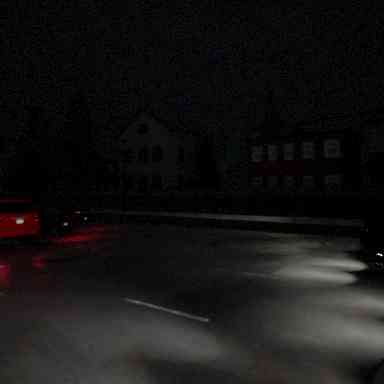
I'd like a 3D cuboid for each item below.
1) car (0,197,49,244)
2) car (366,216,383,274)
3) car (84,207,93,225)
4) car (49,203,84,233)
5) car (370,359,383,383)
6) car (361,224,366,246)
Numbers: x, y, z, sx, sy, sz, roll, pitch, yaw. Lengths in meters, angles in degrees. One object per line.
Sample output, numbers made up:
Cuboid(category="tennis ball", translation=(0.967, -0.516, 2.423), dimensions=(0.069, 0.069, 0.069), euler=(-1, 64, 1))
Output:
Cuboid(category="car", translation=(-8.985, 1.263, 14.706), dimensions=(5.566, 2.045, 2.150), euler=(0, 0, 36))
Cuboid(category="car", translation=(6.933, 1.501, 7.645), dimensions=(4.892, 1.490, 1.837), euler=(0, 0, 36))
Cuboid(category="car", translation=(-8.983, 1.546, 23.304), dimensions=(4.902, 1.511, 2.128), euler=(0, 0, 36))
Cuboid(category="car", translation=(-8.577, 1.525, 18.715), dimensions=(5.008, 1.535, 1.882), euler=(0, 0, 36))
Cuboid(category="car", translation=(3.458, 1.595, 1.526), dimensions=(4.718, 1.301, 1.895), euler=(0, 0, 36))
Cuboid(category="car", translation=(8.601, 1.218, 10.755), dimensions=(5.566, 2.045, 2.150), euler=(0, 0, 36))
